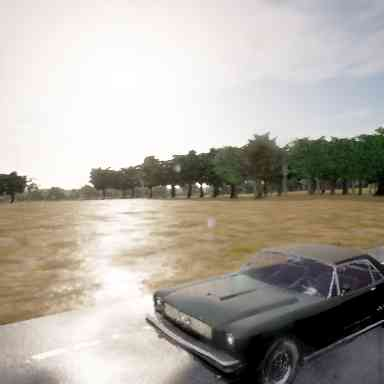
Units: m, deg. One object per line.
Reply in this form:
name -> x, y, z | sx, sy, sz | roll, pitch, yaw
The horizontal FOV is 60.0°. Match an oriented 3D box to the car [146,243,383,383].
car -> 1.697, 1.588, 5.271 | 4.718, 1.301, 1.895 | -1, 1, -36
